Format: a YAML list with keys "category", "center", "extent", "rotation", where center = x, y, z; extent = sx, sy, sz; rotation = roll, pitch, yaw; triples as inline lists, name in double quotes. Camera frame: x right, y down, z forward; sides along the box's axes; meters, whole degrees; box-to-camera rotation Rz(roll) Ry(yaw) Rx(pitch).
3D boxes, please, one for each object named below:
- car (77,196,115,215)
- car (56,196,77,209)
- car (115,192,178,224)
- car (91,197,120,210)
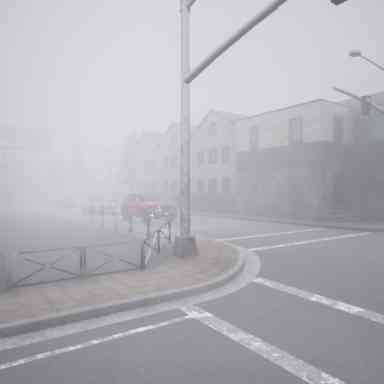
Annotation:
- category: "car"
  center: [-8.962, 1.174, 31.793]
  extent: [2.097, 1.767, 4.553]
  rotation: [0, 0, -35]
- category: "car"
  center: [-15.466, 1.323, 41.057]
  extent: [1.837, 1.490, 4.892]
  rotation: [0, 1, -35]
- category: "car"
  center: [-3.216, 1.044, 23.656]
  extent: [2.150, 2.045, 5.566]
  rotation: [0, 0, -35]
- category: "car"
  center: [-10.554, 1.327, 40.407]
  extent: [1.837, 1.490, 4.892]
  rotation: [0, 0, -35]
